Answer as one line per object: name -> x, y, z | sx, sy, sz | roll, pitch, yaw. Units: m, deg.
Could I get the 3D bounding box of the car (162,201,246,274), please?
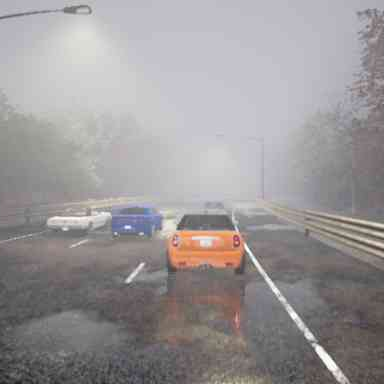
car -> 0.442, 1.318, 10.616 | 2.097, 1.767, 4.553 | 0, 0, 2

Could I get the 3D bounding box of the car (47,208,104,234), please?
car -> -6.091, 1.522, 18.657 | 1.895, 1.301, 4.718 | 0, 0, 4

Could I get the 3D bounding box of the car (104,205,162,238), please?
car -> -2.682, 1.414, 17.243 | 1.882, 1.535, 5.008 | 0, 0, 4

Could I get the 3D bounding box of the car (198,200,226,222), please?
car -> 1.751, 1.461, 27.285 | 2.033, 1.411, 5.357 | 0, 0, 6
